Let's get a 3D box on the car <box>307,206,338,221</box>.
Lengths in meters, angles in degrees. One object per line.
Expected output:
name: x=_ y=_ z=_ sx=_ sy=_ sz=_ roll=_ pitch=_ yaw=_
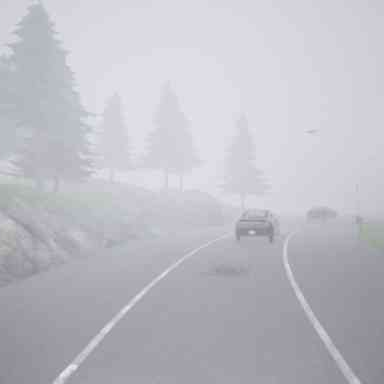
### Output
car: x=13.786 y=2.222 z=35.078 sx=1.882 sy=1.535 sz=5.008 roll=-4 pitch=-5 yaw=40

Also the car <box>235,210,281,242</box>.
car: x=3.550 y=1.697 z=17.591 sx=2.128 sy=1.511 sz=4.902 roll=-2 pitch=-2 yaw=19

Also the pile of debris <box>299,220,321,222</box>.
pile of debris: x=11.755 y=2.850 z=33.048 sx=1.500 sy=0.140 sz=1.860 roll=-4 pitch=-4 yaw=38
